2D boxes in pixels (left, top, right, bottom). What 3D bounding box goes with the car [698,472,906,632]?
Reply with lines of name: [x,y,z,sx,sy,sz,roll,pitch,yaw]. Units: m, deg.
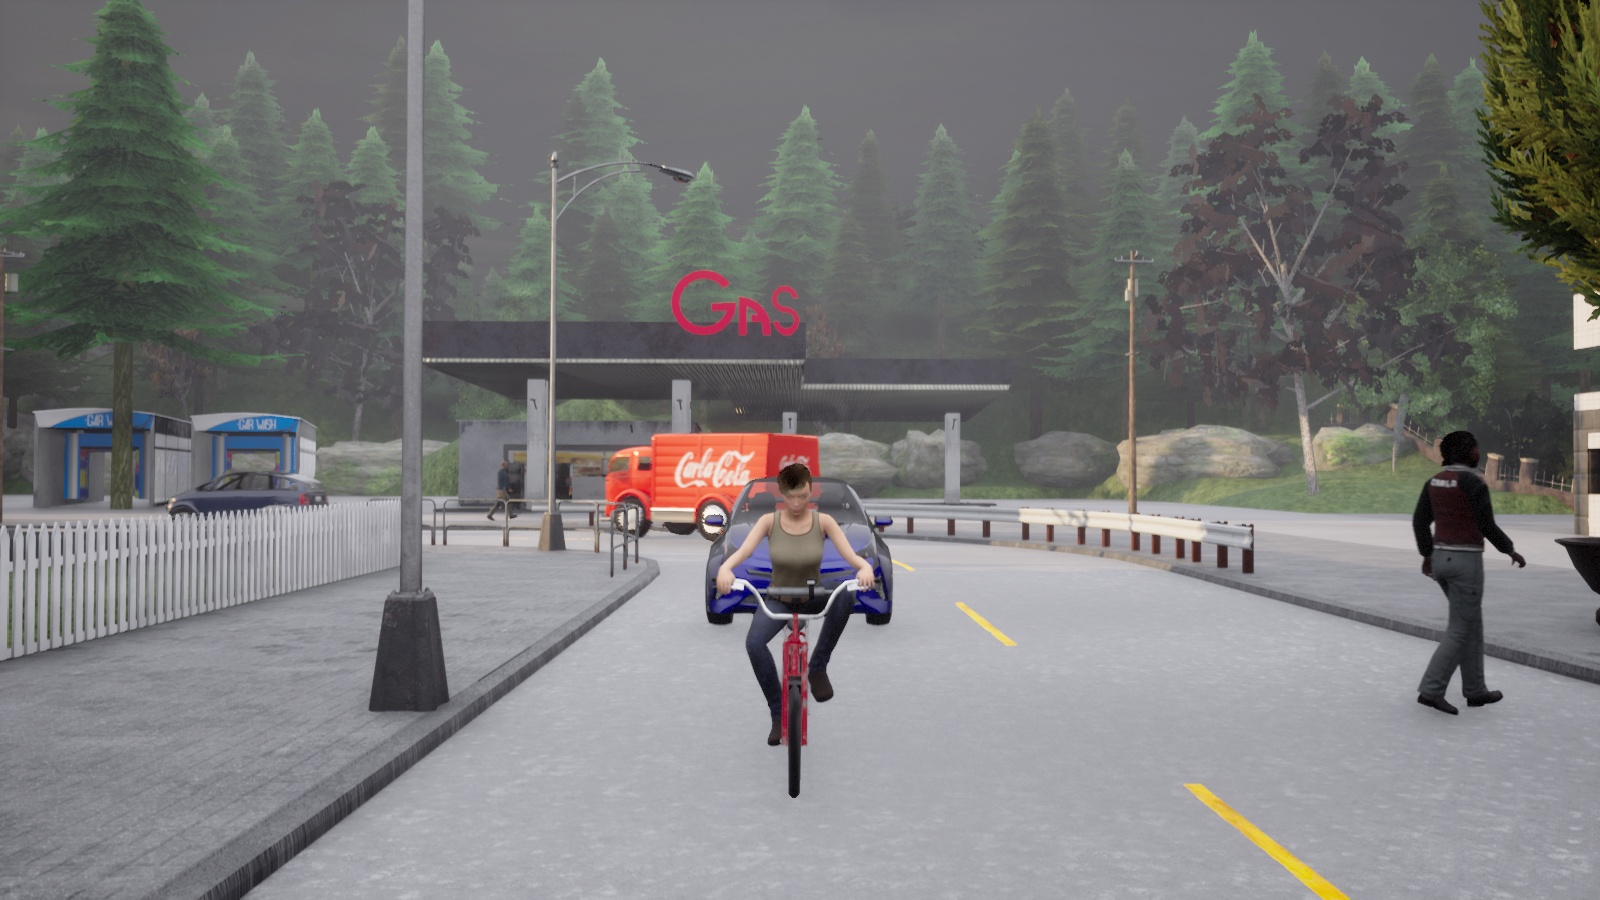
car: [-0.022,1.022,14.358,2.007,1.525,4.514,0,-1,-1]

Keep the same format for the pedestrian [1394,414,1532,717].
pedestrian: [4.342,0.739,8.239,0.666,1.930,0.402,0,-1,-5]

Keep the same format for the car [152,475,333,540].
car: [-13.881,1.417,31.416,3.705,1.549,1.789,0,-1,0]

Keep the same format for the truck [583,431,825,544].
truck: [-2.308,0.876,29.767,5.204,2.467,2.627,-1,-2,34]

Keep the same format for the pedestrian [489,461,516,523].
pedestrian: [-8.885,1.240,37.554,0.726,1.842,0.402,0,-1,-2]

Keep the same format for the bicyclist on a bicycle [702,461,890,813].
bicyclist on a bicycle: [-0.015,0.873,6.572,0.866,1.612,1.509,0,0,0]
